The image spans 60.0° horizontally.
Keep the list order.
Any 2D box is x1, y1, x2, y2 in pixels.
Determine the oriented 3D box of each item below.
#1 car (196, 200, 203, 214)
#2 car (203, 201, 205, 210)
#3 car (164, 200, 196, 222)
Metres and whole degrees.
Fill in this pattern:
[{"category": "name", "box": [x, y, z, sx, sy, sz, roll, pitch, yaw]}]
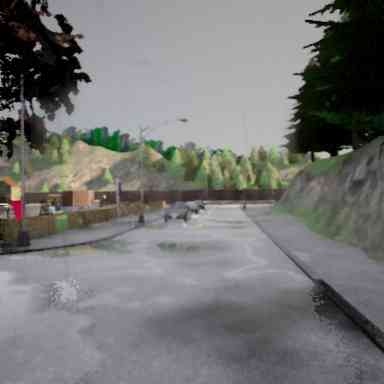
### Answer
[{"category": "car", "box": [-0.131, 1.767, 38.088, 1.812, 1.442, 4.674, -1, 0, 6]}, {"category": "car", "box": [0.958, 1.838, 48.410, 2.033, 1.411, 5.357, -1, 0, 6]}, {"category": "car", "box": [-1.134, 1.685, 28.109, 2.128, 1.511, 4.902, -1, 0, 6]}]
